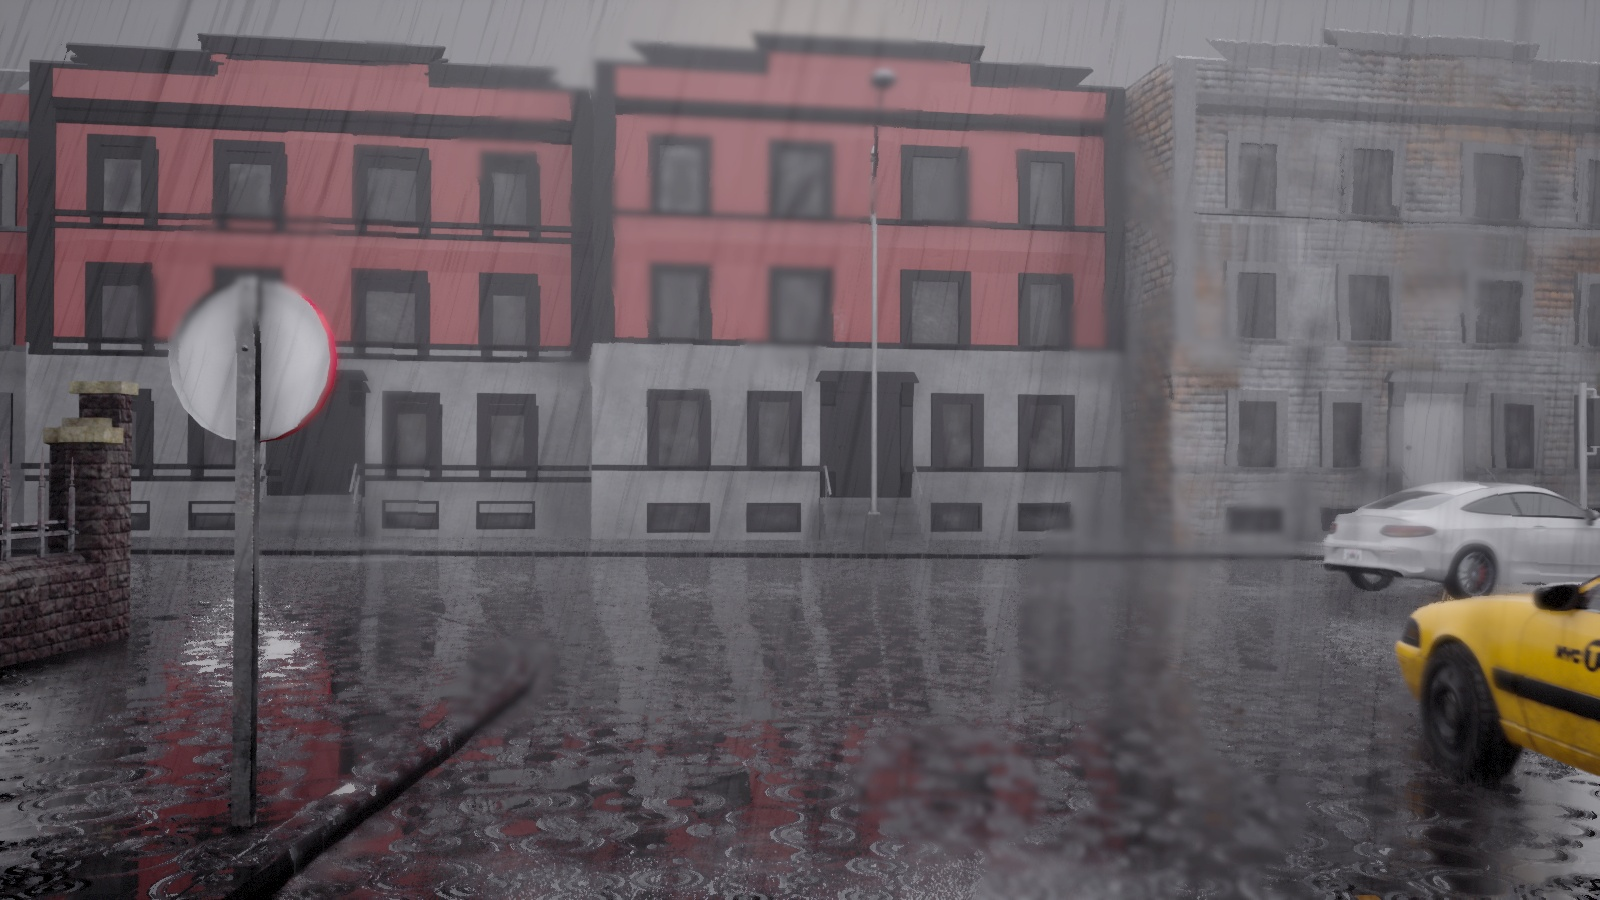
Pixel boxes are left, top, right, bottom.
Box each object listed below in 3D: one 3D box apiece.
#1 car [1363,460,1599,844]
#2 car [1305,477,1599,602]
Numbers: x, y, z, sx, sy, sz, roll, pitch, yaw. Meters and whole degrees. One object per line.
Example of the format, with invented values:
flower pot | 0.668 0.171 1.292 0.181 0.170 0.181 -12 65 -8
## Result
car | 4.167 0.815 4.679 1.801 1.575 5.366 0 -1 1
car | 9.104 1.076 16.242 4.674 1.442 1.812 0 -1 -18
